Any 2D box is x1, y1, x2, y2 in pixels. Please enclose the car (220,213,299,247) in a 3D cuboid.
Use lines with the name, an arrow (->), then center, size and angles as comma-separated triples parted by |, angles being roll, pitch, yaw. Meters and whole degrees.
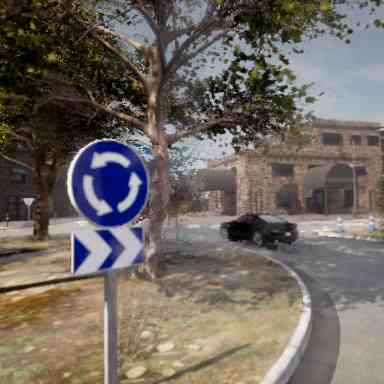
car -> 3.334, 1.867, 17.499 | 1.882, 1.535, 5.008 | 1, -2, -26
